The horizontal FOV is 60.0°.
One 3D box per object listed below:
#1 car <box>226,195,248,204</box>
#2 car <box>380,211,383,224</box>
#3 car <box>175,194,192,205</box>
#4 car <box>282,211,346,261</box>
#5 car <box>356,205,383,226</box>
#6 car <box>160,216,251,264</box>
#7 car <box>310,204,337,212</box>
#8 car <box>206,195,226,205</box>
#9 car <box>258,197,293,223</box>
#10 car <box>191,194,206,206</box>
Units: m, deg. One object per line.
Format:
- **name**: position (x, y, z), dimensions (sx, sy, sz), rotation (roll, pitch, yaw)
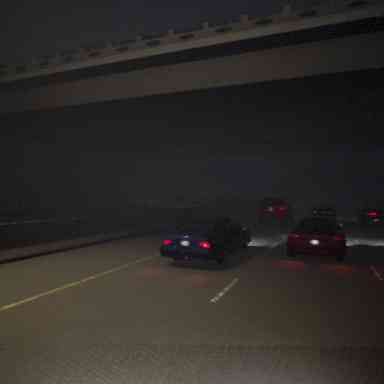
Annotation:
- **car**: position (8.244, 1.525, 58.110), dimensions (2.150, 2.045, 5.566), rotation (1, 0, 23)
- **car**: position (8.339, 1.688, 12.167), dimensions (1.812, 1.442, 4.674), rotation (1, 0, 23)
- **car**: position (-1.211, 1.398, 62.656), dimensions (2.150, 2.045, 5.566), rotation (1, 0, 23)
- **car**: position (4.932, 1.680, 13.099), dimensions (1.994, 1.385, 4.181), rotation (1, 0, 23)
- **car**: position (13.789, 1.777, 25.427), dimensions (2.128, 1.511, 4.902), rotation (1, 0, 23)
- **car**: position (0.754, 1.597, 12.211), dimensions (2.033, 1.411, 5.357), rotation (1, 0, 23)
- **car**: position (10.553, 1.733, 26.760), dimensions (2.128, 1.511, 4.902), rotation (1, 0, 23)
- **car**: position (5.008, 1.481, 59.435), dimensions (2.150, 2.045, 5.566), rotation (1, 0, 23)
- **car**: position (6.876, 1.410, 27.046), dimensions (2.150, 2.045, 5.566), rotation (1, 0, 23)
- **car**: position (2.129, 1.576, 61.607), dimensions (2.097, 1.767, 4.553), rotation (1, 0, 23)
